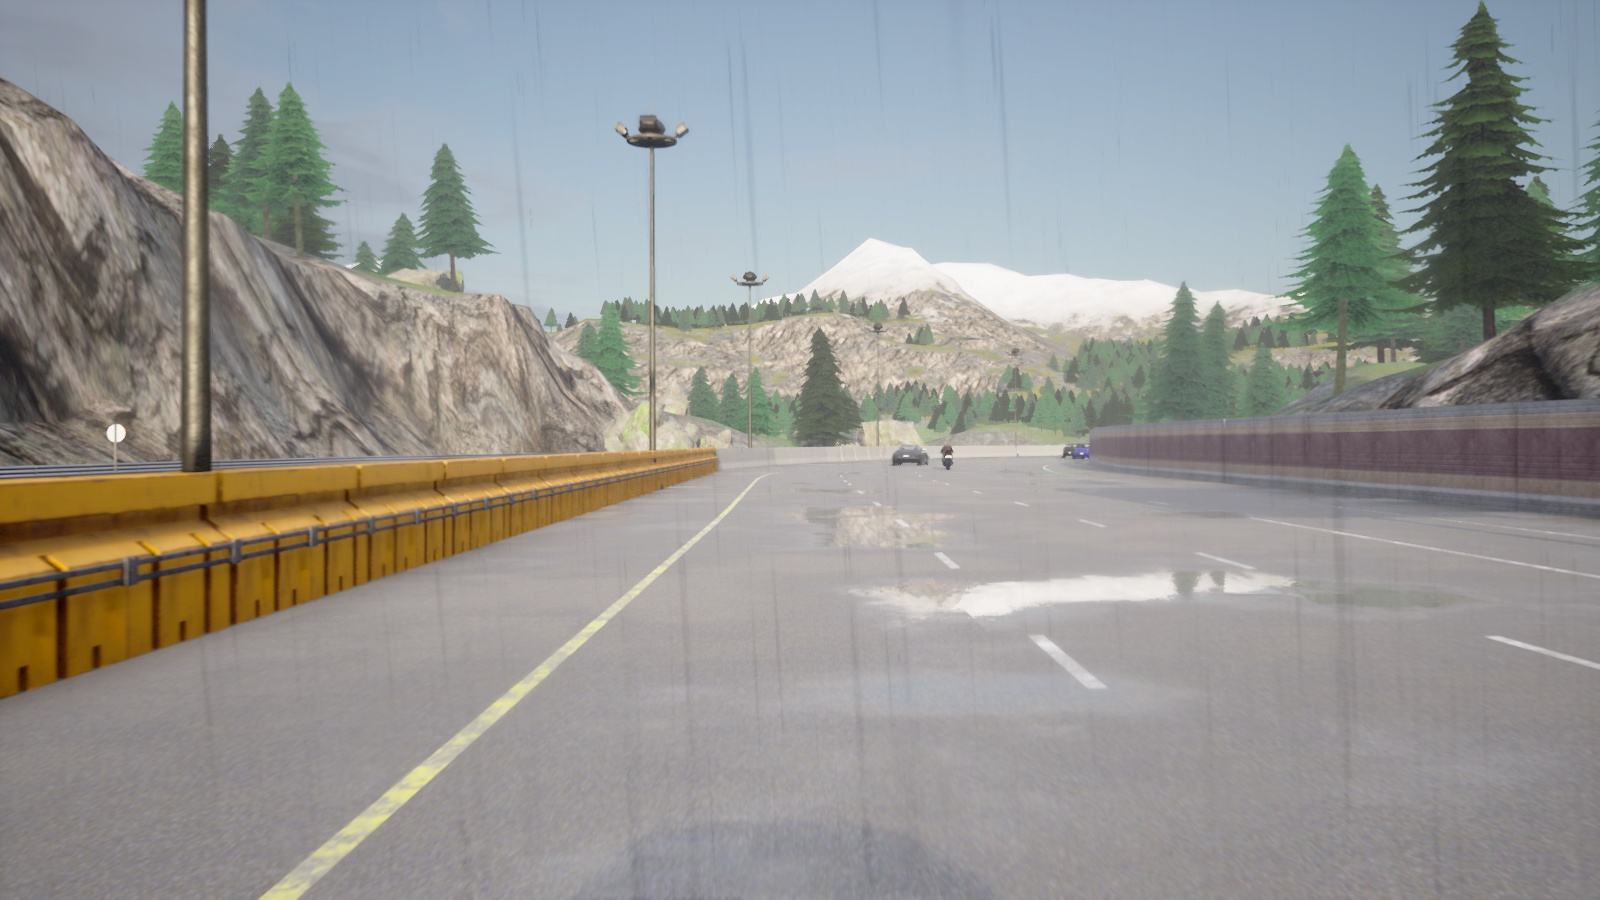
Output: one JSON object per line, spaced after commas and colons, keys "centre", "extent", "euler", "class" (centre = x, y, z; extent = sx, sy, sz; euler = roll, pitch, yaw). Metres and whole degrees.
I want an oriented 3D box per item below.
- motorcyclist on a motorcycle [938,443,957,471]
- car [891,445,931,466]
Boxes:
{"centre": [8.135, 0.398, 69.236], "extent": [0.866, 1.530, 2.191], "euler": [0, 0, 3], "class": "motorcyclist on a motorcycle"}
{"centre": [7.348, 0.349, 82.843], "extent": [1.994, 1.385, 4.181], "euler": [0, 0, 13], "class": "car"}
